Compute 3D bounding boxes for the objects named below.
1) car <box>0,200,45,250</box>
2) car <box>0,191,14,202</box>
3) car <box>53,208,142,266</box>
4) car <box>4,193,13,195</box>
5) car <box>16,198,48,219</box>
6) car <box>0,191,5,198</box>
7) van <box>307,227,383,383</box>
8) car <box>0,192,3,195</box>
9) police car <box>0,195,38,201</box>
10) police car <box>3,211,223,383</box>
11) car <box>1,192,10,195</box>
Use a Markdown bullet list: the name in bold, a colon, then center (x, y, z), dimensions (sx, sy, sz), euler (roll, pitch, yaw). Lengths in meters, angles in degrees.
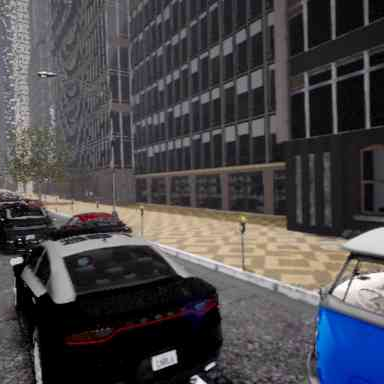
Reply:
- **car**: center (-6.899, 1.309, 13.600), dimensions (1.837, 1.490, 4.892), euler (-3, 2, -32)
- **car**: center (-30.733, 0.740, 54.835), dimensions (1.967, 1.590, 4.097), euler (-3, 2, -32)
- **car**: center (-3.446, 1.346, 11.478), dimensions (1.802, 1.307, 4.206), euler (-3, 2, -32)
- **car**: center (-18.604, 1.072, 35.568), dimensions (2.008, 1.369, 4.403), euler (-3, 2, -32)
- **car**: center (-12.541, 1.203, 25.933), dimensions (1.802, 1.307, 4.206), euler (-3, 2, -32)
- **car**: center (-42.857, 0.611, 74.110), dimensions (1.887, 1.381, 4.507), euler (-2, 2, -32)
- **van**: center (2.609, 1.201, 1.836), dimensions (1.690, 1.788, 3.998), euler (-3, 2, -32)
- **car**: center (-27.702, 0.796, 50.018), dimensions (1.967, 1.590, 4.097), euler (-3, 2, -32)
- **police car**: center (-10.155, 1.178, 18.770), dimensions (1.930, 1.638, 5.238), euler (-3, 2, -32)
- **police car**: center (-1.634, 1.312, 5.227), dimensions (1.930, 1.638, 5.238), euler (-3, 2, -32)
- **car**: center (-21.636, 1.019, 40.385), dimensions (2.008, 1.369, 4.403), euler (-3, 2, -32)
